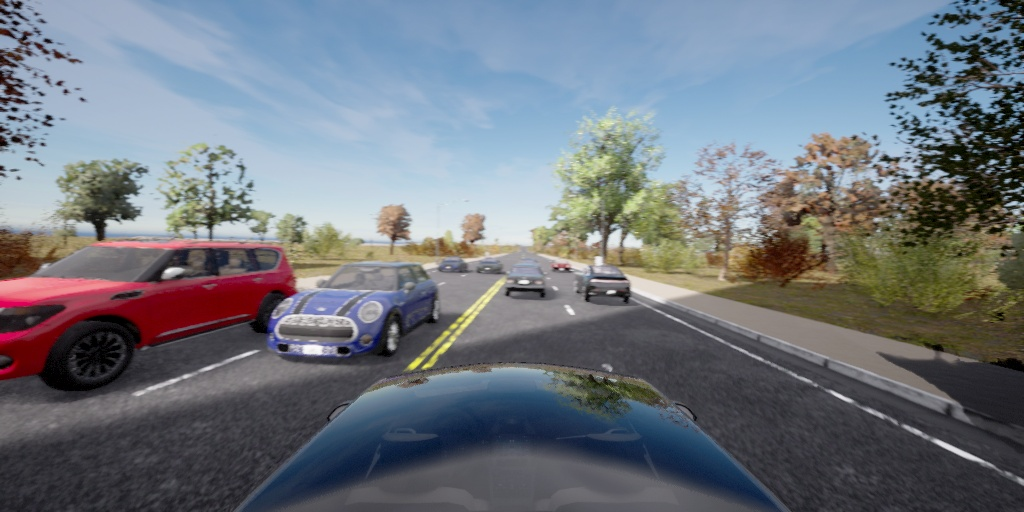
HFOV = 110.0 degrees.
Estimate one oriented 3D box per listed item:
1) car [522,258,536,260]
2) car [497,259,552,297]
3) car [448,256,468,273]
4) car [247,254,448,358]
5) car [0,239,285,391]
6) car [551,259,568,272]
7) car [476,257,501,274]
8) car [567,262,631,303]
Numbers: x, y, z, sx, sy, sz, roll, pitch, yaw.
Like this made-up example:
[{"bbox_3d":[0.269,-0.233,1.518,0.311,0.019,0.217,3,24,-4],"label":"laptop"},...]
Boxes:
[{"bbox_3d":[1.493,0.897,32.462,2.033,1.411,5.357,2,1,3],"label":"car"},{"bbox_3d":[0.667,1.094,17.393,2.033,1.411,5.357,2,1,3],"label":"car"},{"bbox_3d":[-5.135,0.723,31.537,1.994,1.385,4.181,2,1,3],"label":"car"},{"bbox_3d":[-3.124,0.914,8.110,2.097,1.767,4.553,2,1,3],"label":"car"},{"bbox_3d":[-6.461,0.704,6.612,2.150,2.045,5.566,2,1,3],"label":"car"},{"bbox_3d":[5.058,0.981,37.673,1.895,1.301,4.718,2,1,3],"label":"car"},{"bbox_3d":[-1.891,0.826,31.391,1.994,1.385,4.181,2,1,3],"label":"car"},{"bbox_3d":[3.952,1.156,16.208,2.128,1.511,4.902,2,1,3],"label":"car"}]
